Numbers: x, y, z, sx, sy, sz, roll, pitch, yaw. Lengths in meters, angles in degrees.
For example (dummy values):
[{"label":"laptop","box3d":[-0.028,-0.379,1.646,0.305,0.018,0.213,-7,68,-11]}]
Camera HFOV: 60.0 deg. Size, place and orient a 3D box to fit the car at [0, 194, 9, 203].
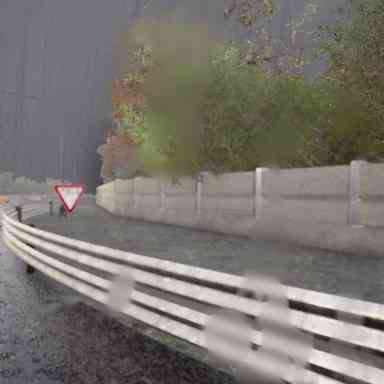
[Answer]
[{"label":"car","box3d":[-35.086,1.194,61.565,2.097,1.767,4.553,0,0,-29]}]
